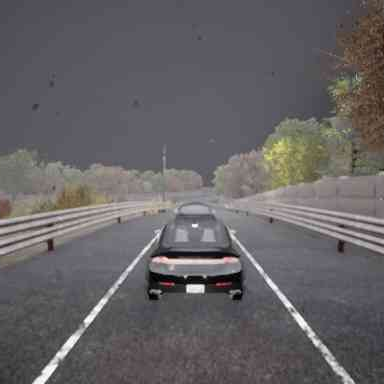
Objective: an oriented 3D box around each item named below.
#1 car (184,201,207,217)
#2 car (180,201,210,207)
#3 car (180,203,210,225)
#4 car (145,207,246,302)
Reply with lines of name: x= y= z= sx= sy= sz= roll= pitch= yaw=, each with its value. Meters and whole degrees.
car: x=0.427 y=1.609 z=31.959 sx=2.033 sy=1.411 sz=5.357 roll=0 pitch=-2 yaw=2
car: x=0.142 y=1.273 z=16.114 sx=1.882 sy=1.535 sz=5.008 roll=0 pitch=0 yaw=0
car: x=0.223 y=1.463 z=23.457 sx=1.895 sy=1.301 sz=4.718 roll=0 pitch=-1 yaw=1
car: x=0.075 y=1.332 z=7.833 sx=2.128 sy=1.511 sz=4.902 roll=0 pitch=1 yaw=0
